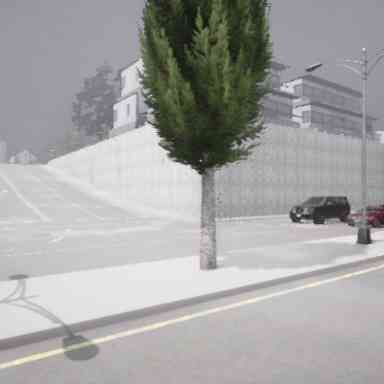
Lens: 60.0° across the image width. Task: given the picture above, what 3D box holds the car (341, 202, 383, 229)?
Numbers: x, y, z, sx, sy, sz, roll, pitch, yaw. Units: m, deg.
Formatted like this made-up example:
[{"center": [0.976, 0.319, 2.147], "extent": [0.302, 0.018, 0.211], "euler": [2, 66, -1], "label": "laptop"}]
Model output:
[{"center": [12.488, 1.624, 22.726], "extent": [4.674, 1.442, 1.812], "euler": [0, 0, -35], "label": "car"}]

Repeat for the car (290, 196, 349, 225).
[{"center": [9.797, 1.317, 25.107], "extent": [5.566, 2.045, 2.150], "euler": [0, 0, -35], "label": "car"}]
